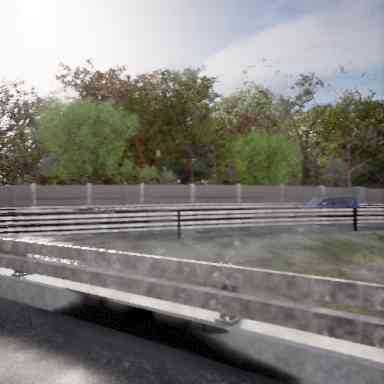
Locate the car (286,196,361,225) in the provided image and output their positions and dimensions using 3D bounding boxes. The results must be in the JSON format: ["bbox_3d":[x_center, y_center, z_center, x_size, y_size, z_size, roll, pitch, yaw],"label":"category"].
[{"bbox_3d":[9.809,1.315,24.734,5.566,2.045,2.150,-1,0,-17],"label":"car"}]

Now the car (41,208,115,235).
[{"bbox_3d":[-6.694,1.676,19.709,4.181,1.385,1.994,-1,0,-16],"label":"car"}]
